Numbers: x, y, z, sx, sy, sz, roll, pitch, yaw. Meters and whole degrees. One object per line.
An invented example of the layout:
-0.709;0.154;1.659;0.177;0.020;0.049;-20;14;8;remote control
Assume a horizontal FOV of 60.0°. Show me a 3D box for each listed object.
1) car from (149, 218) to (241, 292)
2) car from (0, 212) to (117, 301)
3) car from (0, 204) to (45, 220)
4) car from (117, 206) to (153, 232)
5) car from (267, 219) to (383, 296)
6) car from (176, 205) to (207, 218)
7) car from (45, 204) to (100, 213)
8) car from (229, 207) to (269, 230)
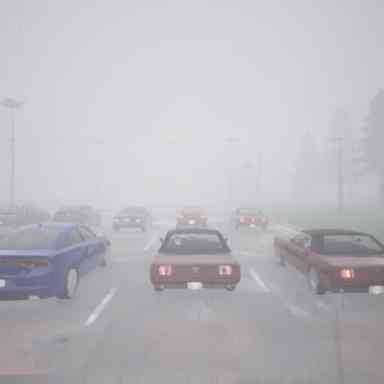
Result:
0.047;1.611;8.938;1.895;1.301;4.718;0;0;-1;car
-3.471;1.489;8.436;1.882;1.535;5.008;0;0;0;car
-10.537;1.520;20.791;2.128;1.511;4.902;0;0;0;car
-3.535;1.573;20.514;2.033;1.411;5.357;0;0;0;car
3.552;1.609;8.654;1.895;1.301;4.718;0;0;-1;car
-0.039;1.550;21.091;1.812;1.442;4.674;0;0;0;car
-7.037;1.527;20.748;1.837;1.490;4.892;0;-1;0;car
3.461;1.624;21.088;1.895;1.301;4.718;0;0;1;car
